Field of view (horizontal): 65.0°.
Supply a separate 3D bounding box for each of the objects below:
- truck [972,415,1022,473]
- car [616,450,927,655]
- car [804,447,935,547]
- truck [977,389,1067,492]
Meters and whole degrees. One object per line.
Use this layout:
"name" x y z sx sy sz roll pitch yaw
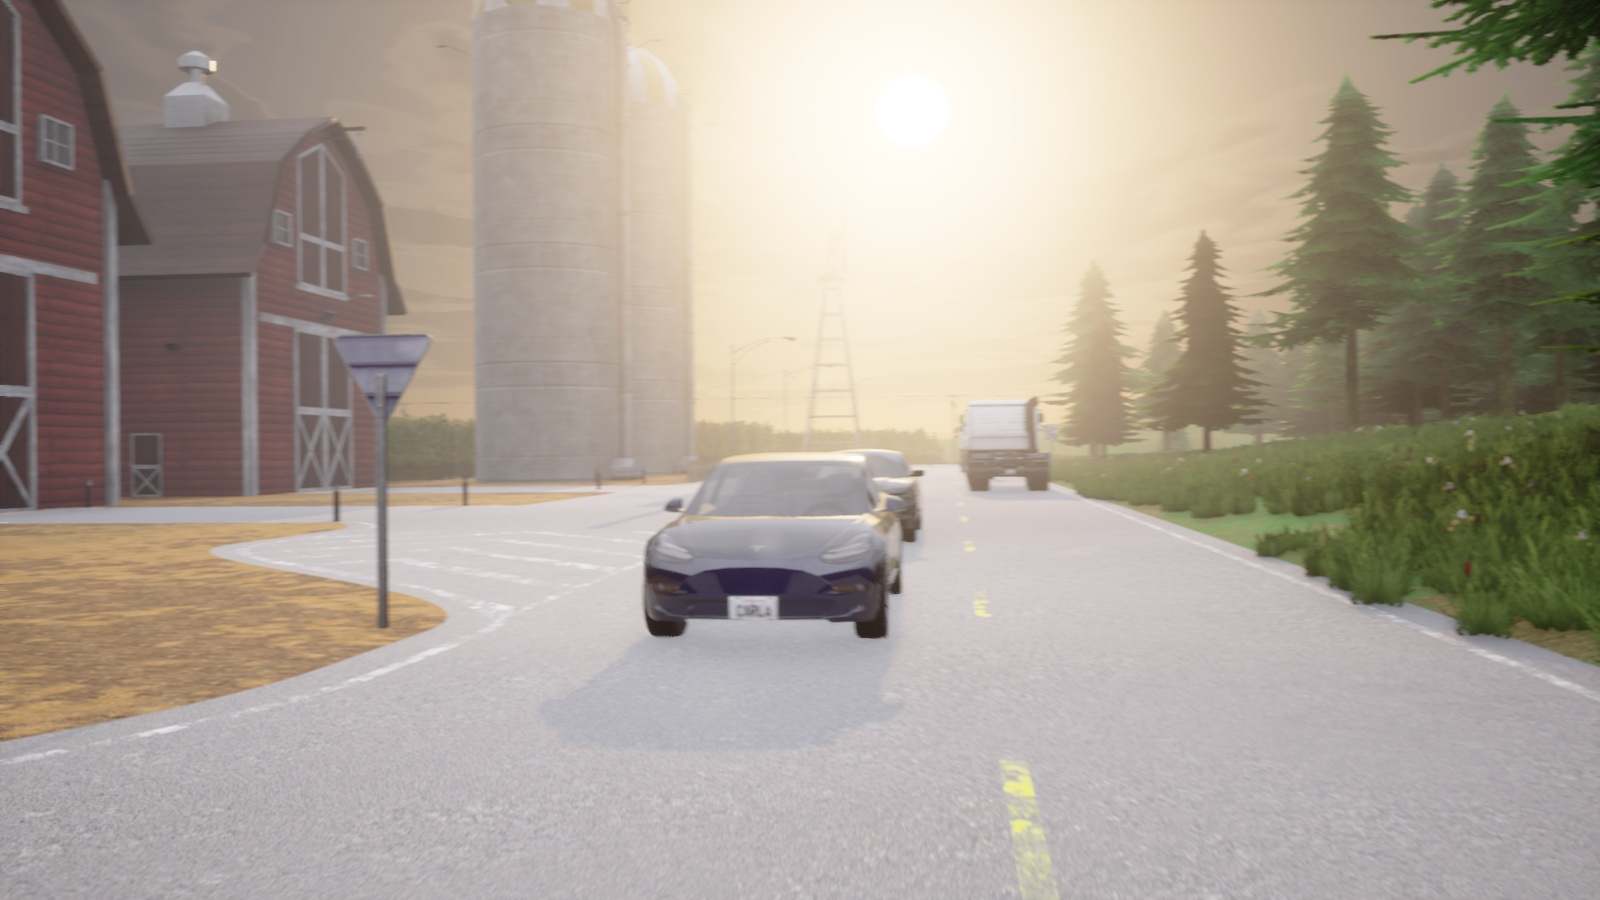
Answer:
"truck" 12.315 -0.369 79.117 2.891 3.462 7.936 -1 0 7
"car" 0.012 0.763 11.676 2.163 1.488 4.792 -1 0 7
"car" 1.335 0.726 21.825 1.882 1.535 5.008 -1 0 7
"truck" 8.071 -0.321 46.542 2.891 3.462 7.936 -1 0 7
